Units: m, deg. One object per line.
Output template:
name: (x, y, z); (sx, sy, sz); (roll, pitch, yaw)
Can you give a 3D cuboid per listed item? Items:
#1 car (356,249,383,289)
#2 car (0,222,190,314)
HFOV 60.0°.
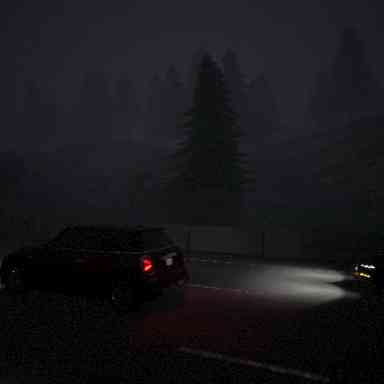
car: (6.597, 1.739, 7.873); (4.892, 1.490, 1.837); (-1, -2, 24)
car: (-2.421, 1.542, 8.125); (4.553, 1.767, 2.097); (0, -1, 24)
